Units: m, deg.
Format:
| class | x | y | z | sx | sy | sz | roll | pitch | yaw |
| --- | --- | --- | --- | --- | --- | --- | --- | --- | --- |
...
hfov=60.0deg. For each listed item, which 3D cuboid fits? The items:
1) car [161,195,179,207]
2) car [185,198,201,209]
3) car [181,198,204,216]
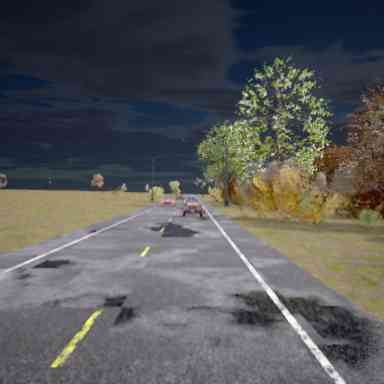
| class | x | y | z | sx | sy | sz | roll | pitch | yaw |
| --- | --- | --- | --- | --- | --- | --- | --- | --- | --- |
| car | -3.595 | 1.331 | 50.813 | 2.097 | 1.767 | 4.553 | 0 | 0 | 0 |
| car | 0.081 | 1.529 | 45.612 | 2.033 | 1.411 | 5.357 | 0 | 0 | 0 |
| car | 0.075 | 1.512 | 31.615 | 1.812 | 1.442 | 4.674 | 0 | 0 | 0 |
